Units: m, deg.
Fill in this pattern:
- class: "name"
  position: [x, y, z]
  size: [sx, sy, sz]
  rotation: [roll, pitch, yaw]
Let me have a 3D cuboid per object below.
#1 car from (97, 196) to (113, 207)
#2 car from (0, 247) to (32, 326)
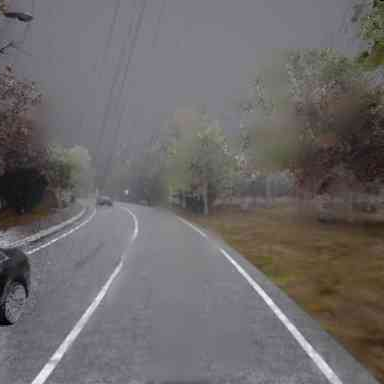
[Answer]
- class: "car"
  position: [-12.169, 1.244, 46.172]
  size: [2.033, 1.411, 5.357]
  rotation: [2, 0, -21]
- class: "car"
  position: [-3.787, 1.477, 4.147]
  size: [2.128, 1.511, 4.902]
  rotation: [0, 0, -2]
